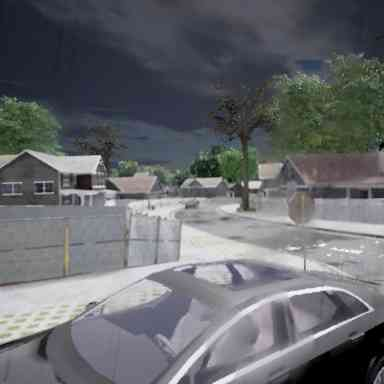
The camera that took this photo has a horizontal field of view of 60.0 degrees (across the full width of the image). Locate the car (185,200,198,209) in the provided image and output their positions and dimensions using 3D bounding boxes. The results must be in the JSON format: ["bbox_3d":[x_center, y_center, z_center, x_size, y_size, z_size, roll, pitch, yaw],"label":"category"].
[{"bbox_3d":[-0.035,2.043,54.907,1.837,1.490,4.892,-2,-1,7],"label":"car"}]

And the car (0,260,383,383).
[{"bbox_3d":[0.126,1.487,2.986,4.902,1.511,2.128,0,0,-35],"label":"car"}]
